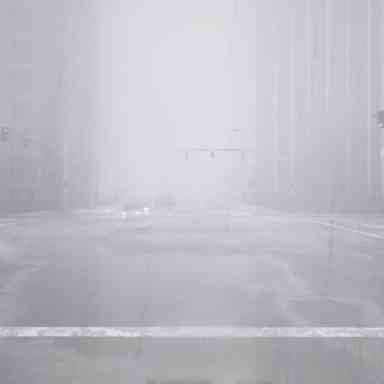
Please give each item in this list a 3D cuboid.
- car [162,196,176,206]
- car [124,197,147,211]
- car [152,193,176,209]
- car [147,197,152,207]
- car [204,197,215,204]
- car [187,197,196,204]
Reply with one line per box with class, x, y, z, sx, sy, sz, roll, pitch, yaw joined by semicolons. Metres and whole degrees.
car;-3.653;1.478;54.385;1.882;1.535;5.008;0;0;0
car;-7.154;1.478;41.294;1.882;1.535;5.008;0;0;0
car;-3.658;1.221;44.390;2.150;2.045;5.566;0;0;0
car;-7.155;1.492;50.781;2.128;1.511;4.902;0;0;0
car;3.413;1.601;65.049;1.895;1.301;4.718;0;0;0
car;-0.088;1.601;65.584;1.895;1.301;4.718;0;0;0
